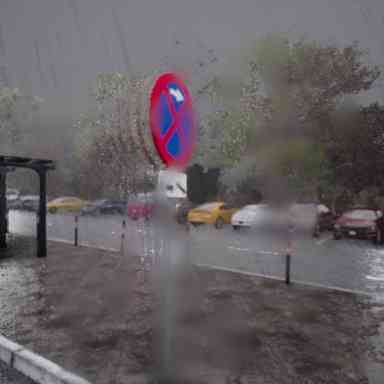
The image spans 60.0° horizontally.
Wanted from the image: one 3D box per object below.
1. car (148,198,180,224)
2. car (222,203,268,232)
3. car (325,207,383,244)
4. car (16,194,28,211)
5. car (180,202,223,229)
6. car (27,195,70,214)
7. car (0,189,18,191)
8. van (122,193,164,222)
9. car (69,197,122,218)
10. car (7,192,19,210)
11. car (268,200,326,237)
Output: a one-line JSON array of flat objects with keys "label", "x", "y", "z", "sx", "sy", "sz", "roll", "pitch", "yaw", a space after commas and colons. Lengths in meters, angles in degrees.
[{"label": "car", "x": -0.544, "y": 1.403, "z": 23.097, "sx": 2.002, "sy": 1.452, "sz": 4.674, "roll": 1, "pitch": 1, "yaw": 35}, {"label": "car", "x": 3.981, "y": 1.489, "z": 19.879, "sx": 2.002, "sy": 1.452, "sz": 4.674, "roll": 1, "pitch": 1, "yaw": 35}, {"label": "car", "x": 8.510, "y": 1.537, "z": 16.668, "sx": 2.097, "sy": 1.535, "sz": 5.008, "roll": 1, "pitch": 1, "yaw": 35}, {"label": "car", "x": -14.092, "y": 1.136, "z": 32.774, "sx": 2.163, "sy": 1.488, "sz": 4.792, "roll": 1, "pitch": 1, "yaw": 35}, {"label": "car", "x": 1.719, "y": 1.406, "z": 21.485, "sx": 2.097, "sy": 1.535, "sz": 5.008, "roll": 1, "pitch": 1, "yaw": 35}, {"label": "car", "x": -11.955, "y": 1.146, "z": 30.990, "sx": 1.946, "sy": 1.575, "sz": 5.366, "roll": 1, "pitch": 1, "yaw": 35}, {"label": "car", "x": -23.169, "y": 0.684, "z": 39.159, "sx": 2.435, "sy": 2.045, "sz": 5.566, "roll": 1, "pitch": 1, "yaw": 35}, {"label": "van", "x": -2.732, "y": 1.094, "z": 24.800, "sx": 1.878, "sy": 1.987, "sz": 4.442, "roll": 1, "pitch": 1, "yaw": 35}, {"label": "car", "x": -7.341, "y": 1.264, "z": 27.900, "sx": 2.163, "sy": 1.488, "sz": 4.792, "roll": 1, "pitch": 1, "yaw": 35}, {"label": "car", "x": -16.366, "y": 1.064, "z": 34.364, "sx": 2.231, "sy": 1.521, "sz": 4.892, "roll": 1, "pitch": 1, "yaw": 35}, {"label": "car", "x": 6.264, "y": 1.367, "z": 18.297, "sx": 2.185, "sy": 1.767, "sz": 4.553, "roll": 1, "pitch": 1, "yaw": 35}]
